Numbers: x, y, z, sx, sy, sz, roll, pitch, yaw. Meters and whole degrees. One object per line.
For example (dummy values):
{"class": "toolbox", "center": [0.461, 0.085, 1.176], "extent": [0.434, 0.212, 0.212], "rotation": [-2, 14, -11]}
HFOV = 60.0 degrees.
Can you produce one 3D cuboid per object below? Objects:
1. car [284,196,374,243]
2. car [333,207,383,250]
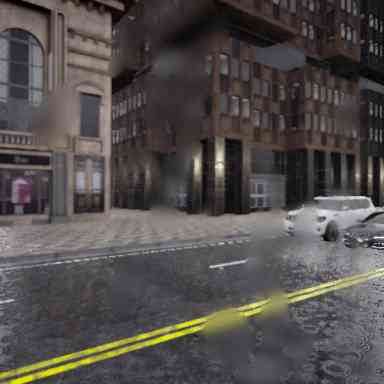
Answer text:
{"class": "car", "center": [7.034, 1.223, 16.574], "extent": [5.566, 2.045, 2.150], "rotation": [0, 0, -35]}
{"class": "car", "center": [7.999, 1.505, 13.284], "extent": [4.892, 1.490, 1.837], "rotation": [1, 0, -35]}
